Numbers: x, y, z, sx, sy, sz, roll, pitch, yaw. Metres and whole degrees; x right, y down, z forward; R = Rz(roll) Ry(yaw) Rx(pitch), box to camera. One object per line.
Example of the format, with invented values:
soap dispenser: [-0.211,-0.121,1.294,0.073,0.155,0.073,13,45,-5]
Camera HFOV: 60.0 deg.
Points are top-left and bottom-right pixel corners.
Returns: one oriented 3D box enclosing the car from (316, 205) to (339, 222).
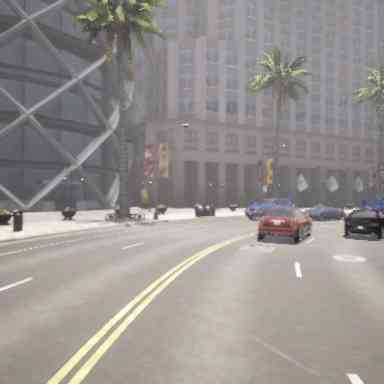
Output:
car: [12.245,1.978,31.299,5.357,1.411,2.033,1,-1,-35]

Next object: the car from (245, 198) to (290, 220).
car: [7.485,1.620,32.019,5.566,2.045,2.150,1,-1,-40]

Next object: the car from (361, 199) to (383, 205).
car: [17.554,1.681,30.216,5.566,2.045,2.150,1,-1,-30]

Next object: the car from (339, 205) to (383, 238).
car: [10.444,1.772,19.769,1.882,1.535,5.008,0,-1,36]

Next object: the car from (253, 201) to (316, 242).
car: [5.174,1.586,18.131,2.097,1.767,4.553,0,-1,29]
